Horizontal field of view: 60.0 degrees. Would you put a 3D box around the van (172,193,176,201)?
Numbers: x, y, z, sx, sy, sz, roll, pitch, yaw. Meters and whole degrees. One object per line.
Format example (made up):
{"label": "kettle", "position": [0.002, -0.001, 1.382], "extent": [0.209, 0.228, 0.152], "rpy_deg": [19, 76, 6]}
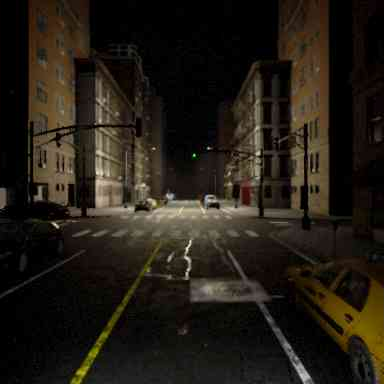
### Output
{"label": "van", "position": [-5.425, 1.357, 80.470], "extent": [1.690, 1.788, 3.998], "rpy_deg": [0, 0, 0]}

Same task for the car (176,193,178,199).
{"label": "car", "position": [-5.430, 1.332, 85.876], "extent": [2.192, 1.841, 5.009], "rpy_deg": [0, 0, 0]}

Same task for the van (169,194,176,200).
{"label": "van", "position": [-5.435, 1.359, 91.283], "extent": [1.690, 1.788, 3.998], "rpy_deg": [0, 0, 0]}

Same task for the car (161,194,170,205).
{"label": "car", "position": [-5.406, 1.451, 58.846], "extent": [1.967, 1.590, 4.097], "rpy_deg": [0, 0, 0]}

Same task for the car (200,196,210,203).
{"label": "car", "position": [2.651, 1.579, 69.659], "extent": [1.947, 1.339, 4.313], "rpy_deg": [0, 0, 0]}

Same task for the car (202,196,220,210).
{"label": "car", "position": [2.642, 1.559, 42.627], "extent": [2.008, 1.369, 4.403], "rpy_deg": [0, 0, 0]}

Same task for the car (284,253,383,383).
{"label": "car", "position": [2.638, 1.527, 4.834], "extent": [1.752, 1.417, 4.829], "rpy_deg": [0, 0, 0]}

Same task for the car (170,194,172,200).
{"label": "car", "position": [-5.411, 1.538, 64.081], "extent": [1.752, 1.417, 4.829], "rpy_deg": [0, 0, 0]}

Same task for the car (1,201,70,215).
{"label": "car", "position": [-12.034, 1.423, 25.577], "extent": [5.008, 1.535, 1.882], "rpy_deg": [0, -1, 3]}

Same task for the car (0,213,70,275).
{"label": "car", "position": [-5.386, 1.554, 10.345], "extent": [2.008, 1.369, 4.403], "rpy_deg": [0, 0, 0]}

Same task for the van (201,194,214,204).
{"label": "van", "position": [2.644, 1.350, 48.034], "extent": [1.690, 1.788, 3.998], "rpy_deg": [0, 0, 0]}

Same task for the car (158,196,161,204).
{"label": "car", "position": [-5.392, 1.534, 42.457], "extent": [1.752, 1.417, 4.829], "rpy_deg": [0, 0, 0]}

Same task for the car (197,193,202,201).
{"label": "car", "position": [2.649, 1.327, 64.252], "extent": [2.192, 1.841, 5.009], "rpy_deg": [0, 0, 0]}

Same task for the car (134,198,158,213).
{"label": "car", "position": [-5.387, 1.558, 37.221], "extent": [2.008, 1.369, 4.403], "rpy_deg": [0, 0, 0]}
